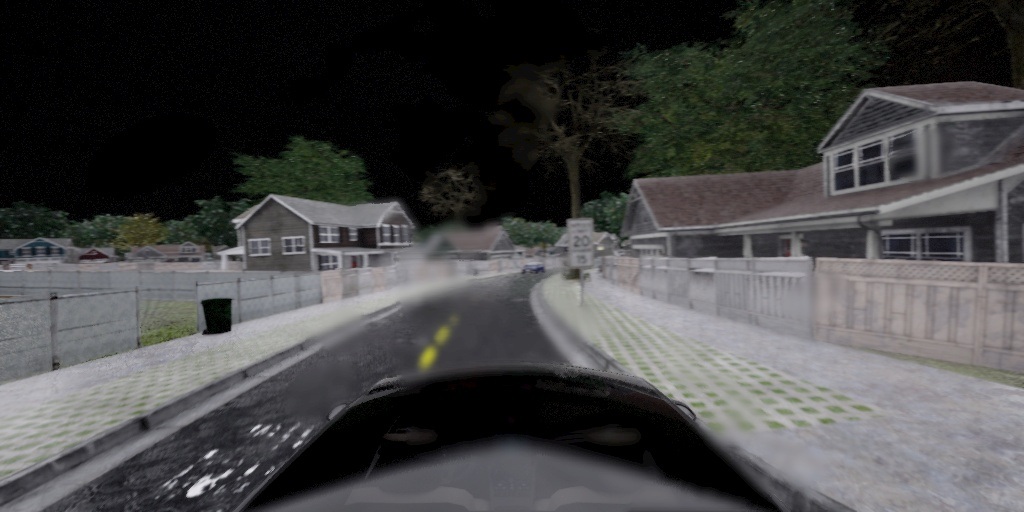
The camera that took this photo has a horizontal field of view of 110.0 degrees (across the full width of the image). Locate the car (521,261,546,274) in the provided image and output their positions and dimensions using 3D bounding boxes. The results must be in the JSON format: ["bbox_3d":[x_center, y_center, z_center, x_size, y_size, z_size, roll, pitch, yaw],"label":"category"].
[{"bbox_3d":[2.644,1.342,42.990,1.812,1.442,4.674,-2,-1,22],"label":"car"}]
